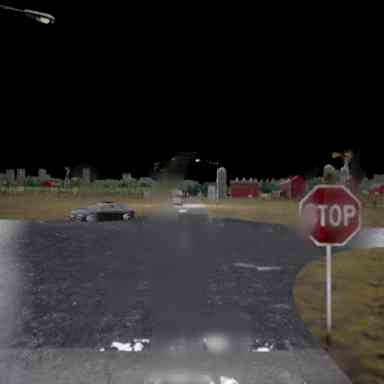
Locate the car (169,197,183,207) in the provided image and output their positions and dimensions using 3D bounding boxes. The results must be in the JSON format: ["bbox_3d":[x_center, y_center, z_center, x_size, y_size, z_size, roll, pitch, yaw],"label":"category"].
[{"bbox_3d":[-2.412,1.583,51.871,1.837,1.490,4.892,0,0,1],"label":"car"}]

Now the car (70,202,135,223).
[{"bbox_3d":[-6.512,1.498,24.656,4.892,1.490,1.837,2,3,-44],"label":"car"}]
